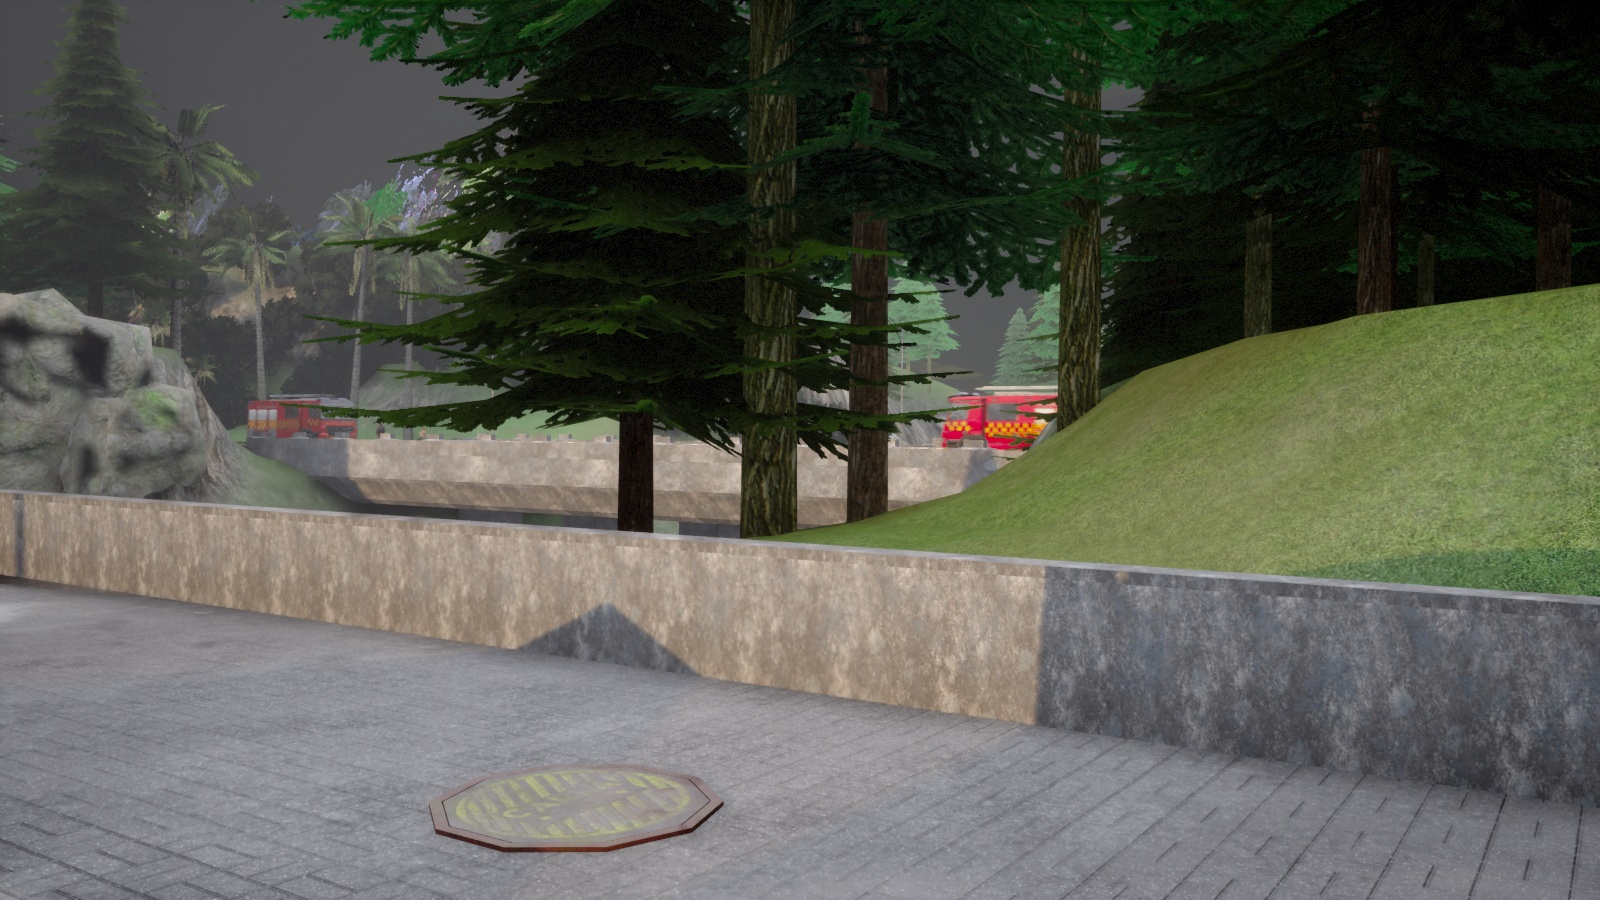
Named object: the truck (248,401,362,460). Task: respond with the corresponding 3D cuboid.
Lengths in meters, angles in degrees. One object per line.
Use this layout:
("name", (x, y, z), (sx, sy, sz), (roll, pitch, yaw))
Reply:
("truck", (-34.024, -1.302, 86.205), (8.468, 3.827, 2.891), (0, 1, 33))

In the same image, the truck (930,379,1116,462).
("truck", (10.788, -1.368, 61.291), (8.468, 3.827, 2.891), (0, 1, 34))
